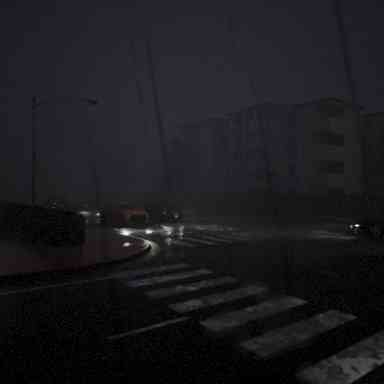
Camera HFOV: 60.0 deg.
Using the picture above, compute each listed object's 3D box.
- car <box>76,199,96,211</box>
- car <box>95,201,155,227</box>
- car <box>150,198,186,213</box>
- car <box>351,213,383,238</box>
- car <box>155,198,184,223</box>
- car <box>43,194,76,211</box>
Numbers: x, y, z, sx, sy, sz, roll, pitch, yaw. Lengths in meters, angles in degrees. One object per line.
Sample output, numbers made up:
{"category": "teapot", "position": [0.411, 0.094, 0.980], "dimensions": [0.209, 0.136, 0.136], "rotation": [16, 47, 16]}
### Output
{"category": "car", "position": [-12.776, 1.533, 40.387], "dimensions": [1.812, 1.442, 4.674], "rotation": [0, 0, -36]}
{"category": "car", "position": [-4.783, 1.483, 23.148], "dimensions": [1.882, 1.535, 5.008], "rotation": [0, 0, -35]}
{"category": "car", "position": [-2.878, 1.493, 38.824], "dimensions": [1.882, 1.535, 5.008], "rotation": [0, 0, -36]}
{"category": "car", "position": [10.659, 1.566, 16.657], "dimensions": [4.892, 1.490, 1.837], "rotation": [0, 4, 16]}
{"category": "car", "position": [-2.539, 1.499, 26.030], "dimensions": [2.128, 1.511, 4.902], "rotation": [0, 0, -35]}
{"category": "car", "position": [-15.635, 1.225, 38.407], "dimensions": [2.150, 2.045, 5.566], "rotation": [0, 0, -36]}
